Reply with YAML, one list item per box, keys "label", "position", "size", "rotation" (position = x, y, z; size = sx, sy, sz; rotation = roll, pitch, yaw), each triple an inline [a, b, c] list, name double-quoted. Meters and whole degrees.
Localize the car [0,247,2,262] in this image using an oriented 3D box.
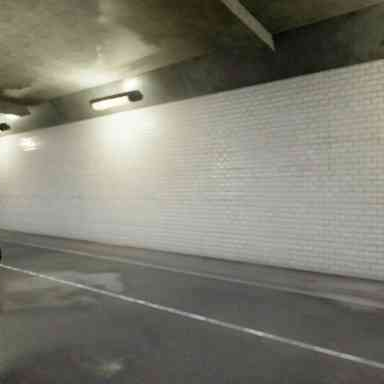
- label: "car"
  position: [-7.308, 1.601, 9.201]
  size: [4.718, 1.301, 1.895]
  rotation: [0, 0, 35]
